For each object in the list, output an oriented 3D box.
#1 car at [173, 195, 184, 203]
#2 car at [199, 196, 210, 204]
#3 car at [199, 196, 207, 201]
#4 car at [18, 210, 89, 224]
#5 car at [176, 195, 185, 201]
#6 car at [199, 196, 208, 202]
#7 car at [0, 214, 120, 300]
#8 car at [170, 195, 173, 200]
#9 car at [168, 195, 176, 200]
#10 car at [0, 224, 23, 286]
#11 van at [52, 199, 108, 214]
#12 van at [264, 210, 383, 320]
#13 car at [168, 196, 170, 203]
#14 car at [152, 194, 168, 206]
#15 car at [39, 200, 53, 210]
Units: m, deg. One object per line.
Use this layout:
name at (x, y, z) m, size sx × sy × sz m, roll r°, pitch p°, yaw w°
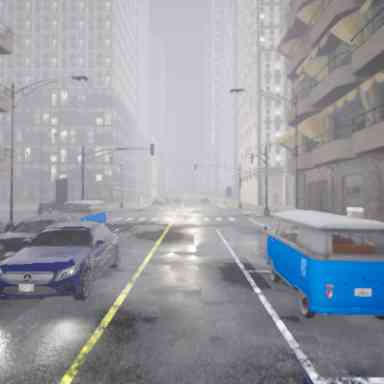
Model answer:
car at (-3.002, 1.537, 69.917) m, size 1.882 × 1.535 × 5.008 m, roll 0°, pitch 0°, yaw 0°
car at (2.702, 1.639, 67.407) m, size 1.802 × 1.307 × 4.206 m, roll 1°, pitch 0°, yaw 0°
car at (2.703, 1.638, 84.140) m, size 1.947 × 1.339 × 4.313 m, roll 1°, pitch 0°, yaw 0°
car at (-5.644, 1.577, 12.587) m, size 1.947 × 1.339 × 4.313 m, roll 1°, pitch 0°, yaw 0°
car at (-3.001, 1.584, 85.520) m, size 2.128 × 1.511 × 4.902 m, roll 0°, pitch 0°, yaw 0°
car at (2.704, 1.592, 78.733) m, size 1.752 × 1.417 × 4.829 m, roll 1°, pitch 0°, yaw 0°
car at (-3.093, 1.533, 8.549) m, size 1.812 × 1.442 × 4.674 m, roll 0°, pitch 0°, yaw 0°
car at (-5.672, 1.372, 67.345) m, size 2.192 × 1.841 × 5.009 m, roll 1°, pitch 0°, yaw 0°
car at (-5.677, 1.626, 95.221) m, size 1.887 × 1.381 × 4.507 m, roll 1°, pitch 0°, yaw 0°
car at (-5.644, 1.588, 7.048) m, size 1.802 × 1.307 × 4.206 m, roll 1°, pitch 0°, yaw 0°
van at (-5.809, 1.357, 18.129) m, size 1.690 × 1.788 × 3.998 m, roll 1°, pitch 0°, yaw 0°
van at (2.708, 1.348, 7.101) m, size 1.690 × 1.788 × 3.998 m, roll 1°, pitch 0°, yaw 0°
car at (-5.678, 1.634, 61.770) m, size 1.802 × 1.307 × 4.206 m, roll 1°, pitch 0°, yaw 0°
car at (-5.674, 1.488, 56.195) m, size 1.967 × 1.590 × 4.097 m, roll 1°, pitch 0°, yaw 0°
car at (-16.491, 1.532, 40.775) m, size 4.097 × 1.590 × 1.967 m, roll 0°, pitch -1°, yaw 0°
